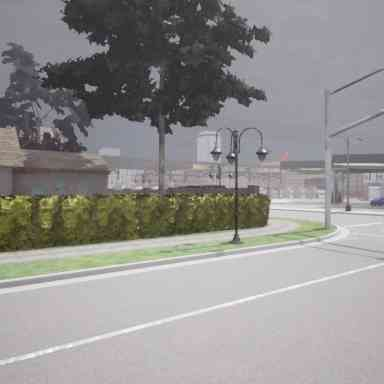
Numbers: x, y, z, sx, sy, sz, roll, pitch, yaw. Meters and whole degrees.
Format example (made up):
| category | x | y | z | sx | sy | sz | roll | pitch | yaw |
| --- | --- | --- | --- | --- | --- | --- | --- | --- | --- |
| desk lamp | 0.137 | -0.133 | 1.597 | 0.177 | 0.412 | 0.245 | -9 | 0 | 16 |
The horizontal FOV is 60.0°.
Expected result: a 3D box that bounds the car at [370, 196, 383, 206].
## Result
| category | x | y | z | sx | sy | sz | roll | pitch | yaw |
| --- | --- | --- | --- | --- | --- | --- | --- | --- | --- |
| car | 28.510 | 1.300 | 48.481 | 2.242 | 1.667 | 4.611 | 0 | 0 | -35 |
